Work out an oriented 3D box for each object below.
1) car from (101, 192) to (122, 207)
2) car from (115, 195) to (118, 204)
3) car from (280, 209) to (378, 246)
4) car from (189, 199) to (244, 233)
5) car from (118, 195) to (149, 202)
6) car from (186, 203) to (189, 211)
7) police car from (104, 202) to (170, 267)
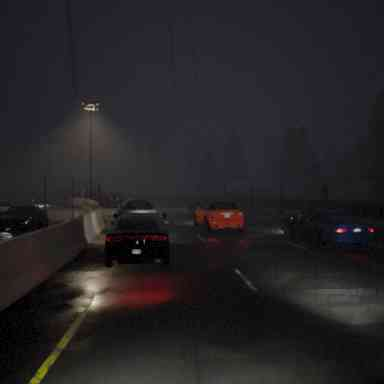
[{"bbox_3d":[-10.788,1.030,45.000,2.150,2.045,5.566,0,0,-27],"label":"car"},{"bbox_3d":[-5.050,1.339,27.289,1.801,1.575,5.366,0,0,-16],"label":"car"},{"bbox_3d":[5.831,1.483,14.978,2.033,1.411,5.357,0,0,-9],"label":"car"},{"bbox_3d":[1.421,1.269,19.469,2.097,1.767,4.553,0,0,-11],"label":"car"},{"bbox_3d":[-3.494,1.260,21.224,2.097,1.767,4.553,0,0,-13],"label":"car"},{"bbox_3d":[1.012,1.400,34.737,2.033,1.411,5.357,0,0,-19],"label":"car"},{"bbox_3d":[-1.795,1.376,11.446,1.930,1.638,5.238,0,0,-7],"label":"police car"}]
